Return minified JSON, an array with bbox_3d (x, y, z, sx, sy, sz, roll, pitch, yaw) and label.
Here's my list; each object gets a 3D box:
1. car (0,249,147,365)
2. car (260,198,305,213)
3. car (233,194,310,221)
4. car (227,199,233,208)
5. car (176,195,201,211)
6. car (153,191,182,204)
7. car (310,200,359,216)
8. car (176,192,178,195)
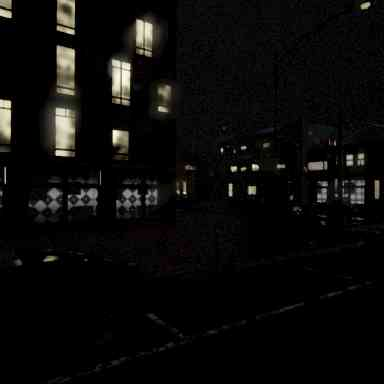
[{"bbox_3d":[-2.722,1.566,4.613,4.313,1.339,1.947,0,0,-36],"label":"car"},{"bbox_3d":[9.225,1.340,34.216,1.802,1.307,4.206,1,0,-36],"label":"car"},{"bbox_3d":[5.774,1.101,24.781,2.192,1.841,5.009,1,0,-36],"label":"car"},{"bbox_3d":[5.937,1.130,38.683,1.967,1.590,4.097,1,0,-36],"label":"car"},{"bbox_3d":[-0.812,1.231,33.712,1.802,1.307,4.206,1,0,-36],"label":"car"},{"bbox_3d":[-3.927,0.793,52.077,2.192,1.841,5.009,1,0,-36],"label":"car"},{"bbox_3d":[12.515,1.371,29.752,1.887,1.381,4.507,1,0,-36],"label":"car"},{"bbox_3d":[-0.643,1.101,47.613,2.008,1.369,4.403,1,0,-36],"label":"car"}]
